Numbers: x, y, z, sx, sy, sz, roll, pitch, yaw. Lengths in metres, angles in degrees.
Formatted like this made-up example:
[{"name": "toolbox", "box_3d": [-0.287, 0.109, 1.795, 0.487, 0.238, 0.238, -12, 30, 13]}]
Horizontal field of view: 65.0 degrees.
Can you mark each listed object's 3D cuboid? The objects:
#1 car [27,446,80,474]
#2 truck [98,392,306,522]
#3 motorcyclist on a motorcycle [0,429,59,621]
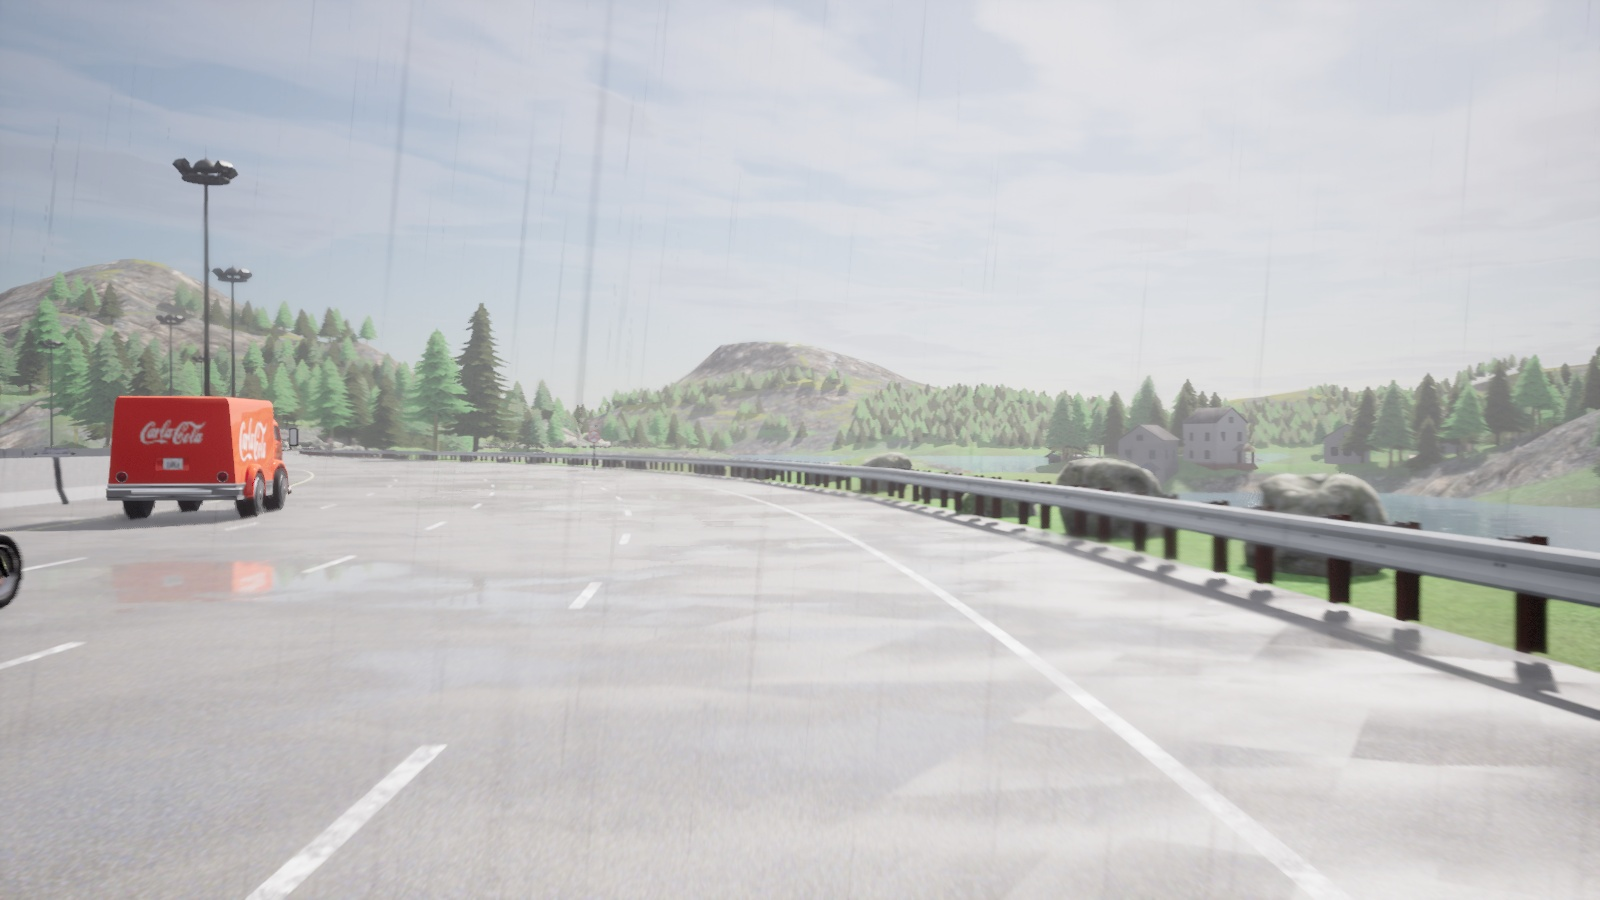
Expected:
[{"name": "car", "box_3d": [-39.170, 0.492, 65.952, 1.994, 1.385, 4.181, 0, 0, -26]}, {"name": "truck", "box_3d": [-12.510, 0.127, 26.734, 2.627, 2.467, 5.204, 0, 0, -9]}, {"name": "motorcyclist on a motorcycle", "box_3d": [-7.243, 0.647, 10.531, 0.766, 1.649, 2.350, -1, 0, -3]}]
